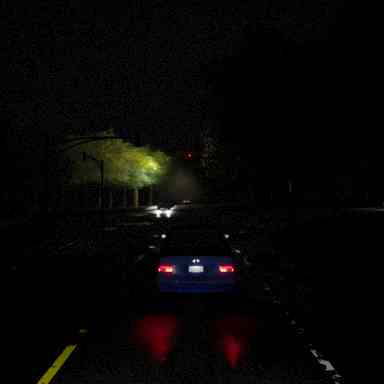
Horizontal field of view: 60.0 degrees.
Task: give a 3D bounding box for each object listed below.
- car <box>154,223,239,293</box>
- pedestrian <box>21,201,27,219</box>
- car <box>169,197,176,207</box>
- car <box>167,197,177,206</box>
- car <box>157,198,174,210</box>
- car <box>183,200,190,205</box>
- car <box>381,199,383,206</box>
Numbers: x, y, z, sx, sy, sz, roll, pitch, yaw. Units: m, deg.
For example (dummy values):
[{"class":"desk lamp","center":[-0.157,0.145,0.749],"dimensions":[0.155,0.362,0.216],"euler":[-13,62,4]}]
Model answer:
[{"class":"car","center":[0.089,1.550,8.997],"dimensions":[2.033,1.411,5.357],"euler":[0,0,0]},{"class":"pedestrian","center":[-18.094,1.918,35.666],"dimensions":[0.375,1.860,0.375],"euler":[0,1,2]},{"class":"car","center":[-4.359,1.910,58.932],"dimensions":[2.097,1.767,4.553],"euler":[0,-1,-1]},{"class":"car","center":[-4.756,2.237,79.761],"dimensions":[2.150,2.045,5.566],"euler":[0,-2,-1]},{"class":"car","center":[-4.173,2.000,49.827],"dimensions":[1.895,1.301,4.718],"euler":[0,-1,-1]},{"class":"car","center":[-1.509,2.963,91.001],"dimensions":[1.895,1.301,4.718],"euler":[0,-2,-1]},{"class":"car","center":[19.964,0.666,30.339],"dimensions":[4.892,1.490,1.837],"euler":[-2,-1,2]}]
